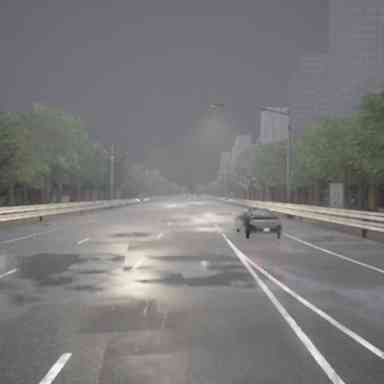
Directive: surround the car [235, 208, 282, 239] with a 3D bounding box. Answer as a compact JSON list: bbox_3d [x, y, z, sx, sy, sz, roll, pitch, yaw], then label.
[{"bbox_3d":[3.568,1.636,18.459,2.128,1.511,4.902,0,0,-1],"label":"car"}]
